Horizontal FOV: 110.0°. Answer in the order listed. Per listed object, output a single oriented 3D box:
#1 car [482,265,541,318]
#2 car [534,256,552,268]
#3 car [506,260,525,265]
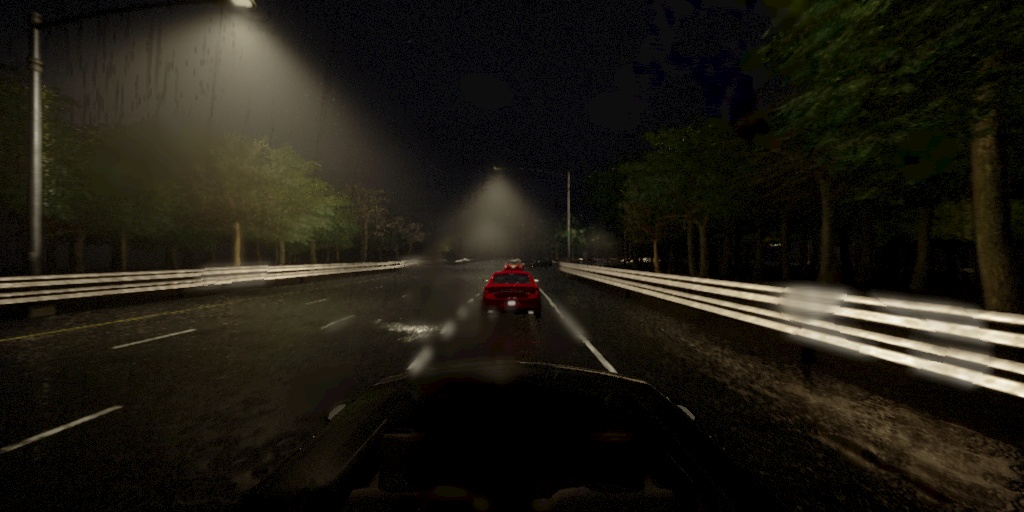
[{"bbox_3d":[-0.012,1.272,13.171,1.882,1.535,5.008,0,0,0],"label":"car"},{"bbox_3d":[5.445,1.108,62.905,2.150,2.045,5.566,0,0,21],"label":"car"},{"bbox_3d":[0.311,1.189,39.472,2.097,1.767,4.553,0,0,4],"label":"car"}]
